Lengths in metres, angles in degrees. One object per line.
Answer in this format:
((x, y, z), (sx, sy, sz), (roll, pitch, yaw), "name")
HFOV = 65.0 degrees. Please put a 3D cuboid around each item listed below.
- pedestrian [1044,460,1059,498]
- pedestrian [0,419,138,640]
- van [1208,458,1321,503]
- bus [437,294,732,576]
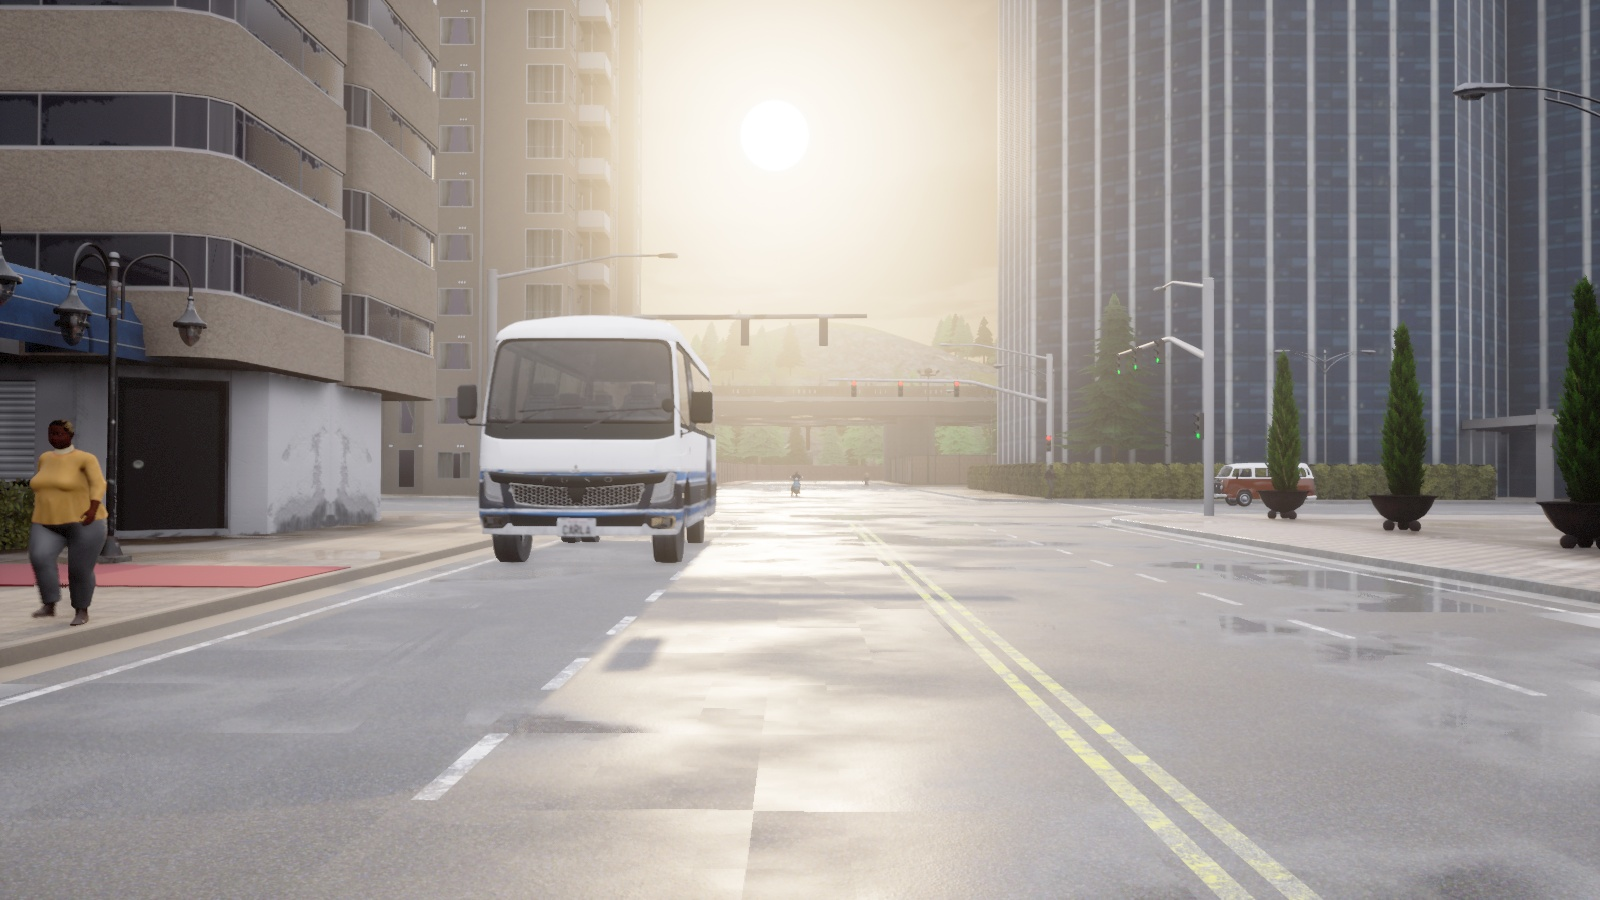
((12.830, 1.496, 64.153), (0.402, 1.930, 0.666), (0, -1, -30), "pedestrian")
((-6.493, 0.677, 11.032), (0.874, 1.855, 0.900), (0, -1, 0), "pedestrian")
((21.638, 1.433, 58.627), (4.480, 2.038, 2.069), (0, -1, -1), "van")
((-3.538, -0.144, 24.110), (3.944, 4.253, 10.273), (0, -1, 0), "bus")
